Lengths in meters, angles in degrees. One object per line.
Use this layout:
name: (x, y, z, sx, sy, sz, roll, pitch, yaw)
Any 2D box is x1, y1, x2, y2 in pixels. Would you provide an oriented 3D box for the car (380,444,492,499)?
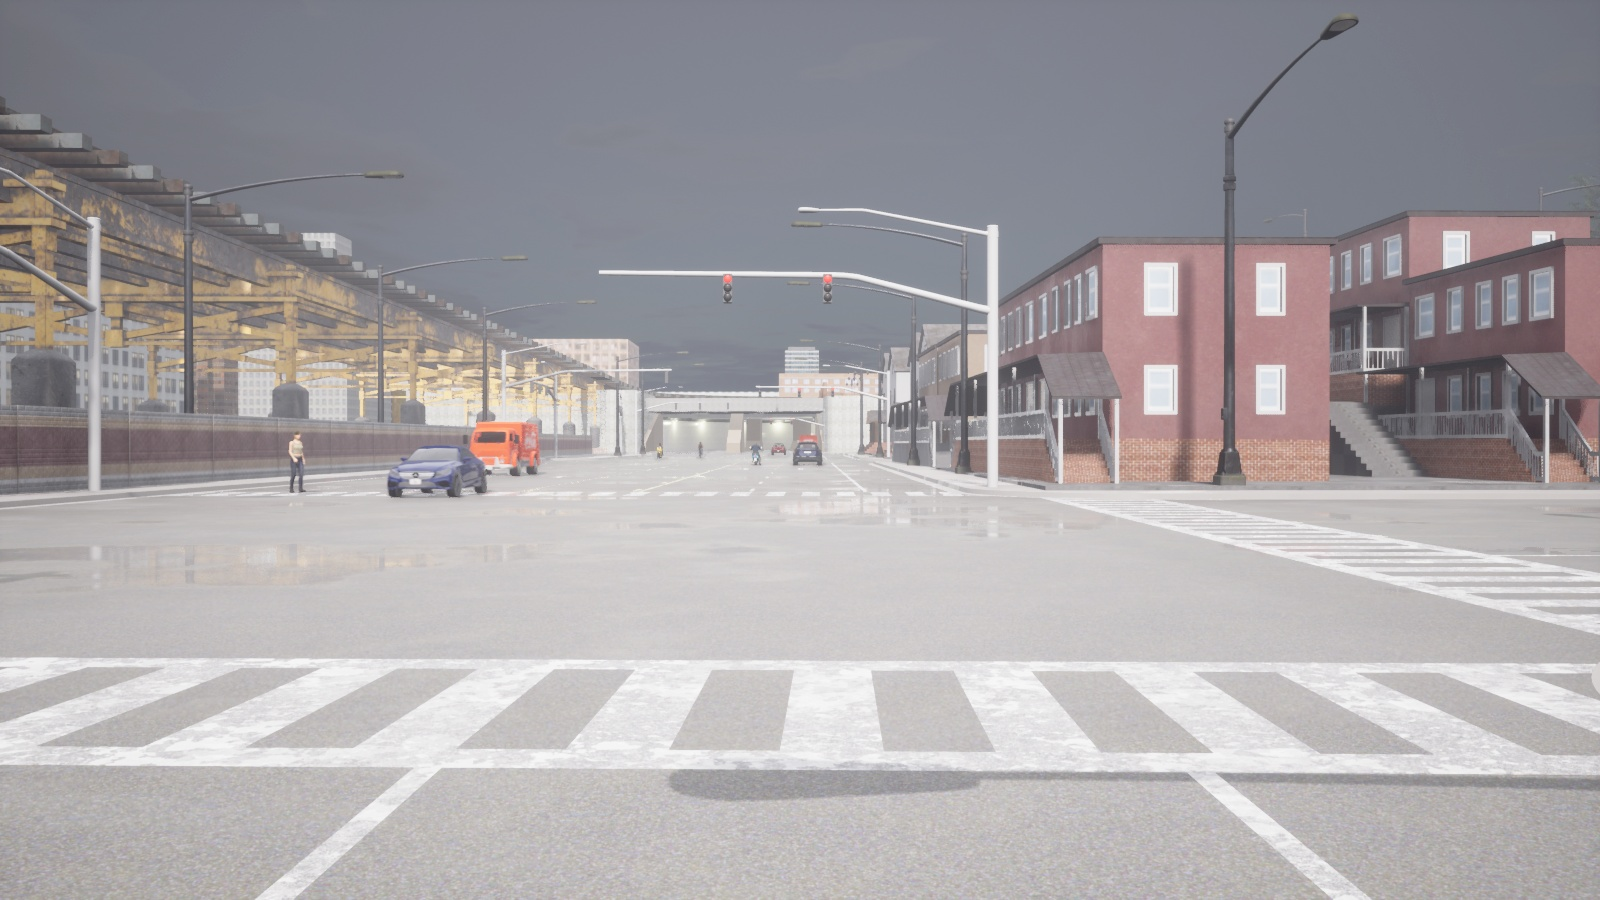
car: (-10.272, 0.562, 35.825, 1.812, 1.442, 4.674, 0, 0, 0)

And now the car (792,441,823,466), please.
car: (0.515, 0.201, 84.301, 2.033, 1.649, 4.856, 0, 0, 0)

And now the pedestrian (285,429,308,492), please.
pedestrian: (-14.723, 0.312, 36.746, 0.594, 1.836, 0.345, 0, 0, 33)

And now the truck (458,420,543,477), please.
truck: (-13.644, -0.076, 57.585, 2.627, 2.467, 5.204, 0, 0, 0)
